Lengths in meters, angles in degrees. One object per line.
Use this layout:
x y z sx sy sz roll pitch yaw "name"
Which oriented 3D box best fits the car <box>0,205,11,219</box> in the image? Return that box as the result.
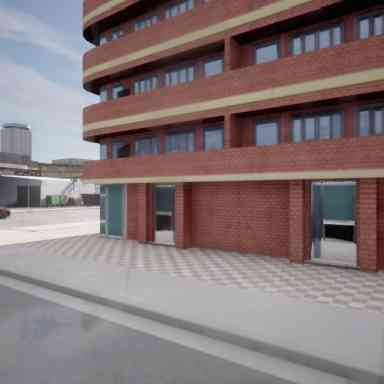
-17.076 1.564 26.926 1.994 1.385 4.181 0 0 34 "car"
